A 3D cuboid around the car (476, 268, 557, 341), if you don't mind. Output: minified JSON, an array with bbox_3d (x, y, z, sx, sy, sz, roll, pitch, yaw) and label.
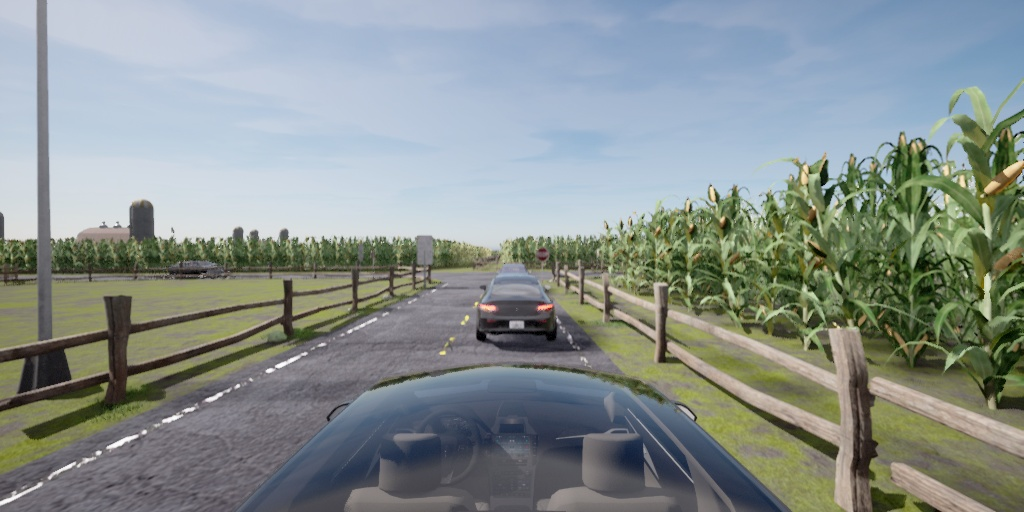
[{"bbox_3d":[0.090,1.207,9.545,1.812,1.442,4.674,0,0,0],"label":"car"}]

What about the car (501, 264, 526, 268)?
[{"bbox_3d":[0.095,1.142,19.621,2.033,1.411,5.357,0,0,1],"label":"car"}]

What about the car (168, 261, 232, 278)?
[{"bbox_3d":[-28.037,1.194,32.368,4.902,1.511,2.128,0,1,0],"label":"car"}]
